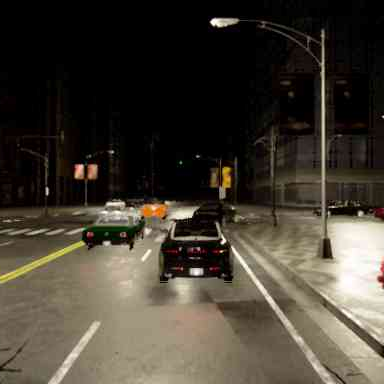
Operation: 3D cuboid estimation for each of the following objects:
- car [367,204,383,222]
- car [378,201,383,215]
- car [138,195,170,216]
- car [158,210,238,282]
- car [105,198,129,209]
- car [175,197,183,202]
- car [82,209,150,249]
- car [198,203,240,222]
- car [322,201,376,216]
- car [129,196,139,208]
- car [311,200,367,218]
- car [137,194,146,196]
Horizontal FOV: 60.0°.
[{"bbox_3d":[15.312,1.527,23.799,4.206,1.307,1.802,0,0,-1],"label":"car"},{"bbox_3d":[20.821,1.576,32.411,4.313,1.339,1.947,0,0,-1],"label":"car"},{"bbox_3d":[-3.156,1.417,29.522,2.097,1.767,4.553,0,-1,0],"label":"car"},{"bbox_3d":[0.099,1.511,9.755,1.837,1.490,4.892,0,0,0],"label":"car"},{"bbox_3d":[-9.849,1.659,42.898,1.812,1.442,4.674,0,0,0],"label":"car"},{"bbox_3d":[-3.260,1.906,84.588,1.812,1.442,4.674,0,0,0],"label":"car"},{"bbox_3d":[-3.183,1.617,14.549,1.895,1.301,4.718,0,0,-1],"label":"car"},{"bbox_3d":[1.736,1.477,22.596,1.882,1.535,5.008,-1,0,23],"label":"car"},{"bbox_3d":[15.181,1.596,32.323,4.313,1.339,1.947,0,0,-1],"label":"car"},{"bbox_3d":[-9.821,1.736,53.552,2.033,1.411,5.357,0,0,0],"label":"car"},{"bbox_3d":[13.125,1.514,29.537,4.892,1.490,1.837,0,-1,-1],"label":"car"},{"bbox_3d":[-9.758,1.472,64.260,2.150,2.045,5.566,0,0,0],"label":"car"}]
